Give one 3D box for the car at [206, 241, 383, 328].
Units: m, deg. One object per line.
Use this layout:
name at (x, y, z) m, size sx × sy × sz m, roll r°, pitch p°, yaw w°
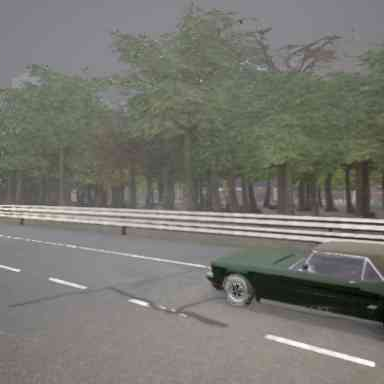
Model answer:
car at (2.630, 1.603, 6.294) m, size 4.718 × 1.301 × 1.895 m, roll 0°, pitch 0°, yaw 36°
